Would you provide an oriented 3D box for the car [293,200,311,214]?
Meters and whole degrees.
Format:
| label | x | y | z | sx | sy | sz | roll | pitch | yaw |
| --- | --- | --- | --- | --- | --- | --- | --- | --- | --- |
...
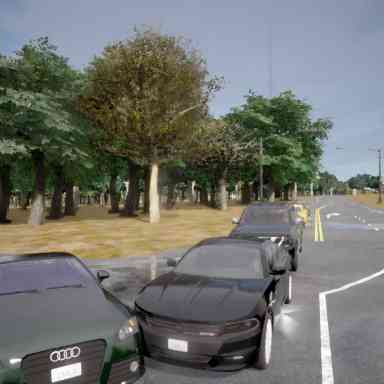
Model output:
| label | x | y | z | sx | sy | sz | roll | pitch | yaw |
| --- | --- | --- | --- | --- | --- | --- | --- | --- | --- |
| car | 13.340 | 1.746 | 40.121 | 1.812 | 1.442 | 4.674 | -1 | 0 | 21 |

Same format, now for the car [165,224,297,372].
| label | x | y | z | sx | sy | sz | roll | pitch | yaw |
| --- | --- | --- | --- | --- | --- | --- | --- | --- | --- |
| car | 0.743 | 1.613 | 6.240 | 1.882 | 1.535 | 5.008 | -1 | -2 | 21 |

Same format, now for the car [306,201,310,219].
| label | x | y | z | sx | sy | sz | roll | pitch | yaw |
| --- | --- | --- | --- | --- | --- | --- | --- | --- | --- |
| car | 7.249 | 1.663 | 24.035 | 1.882 | 1.535 | 5.008 | -1 | 0 | 21 |

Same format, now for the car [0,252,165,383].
| label | x | y | z | sx | sy | sz | roll | pitch | yaw |
| --- | --- | --- | --- | --- | --- | --- | --- | --- | --- |
| car | -2.303 | 1.643 | 4.944 | 1.994 | 1.385 | 4.181 | 1 | -2 | -33 |

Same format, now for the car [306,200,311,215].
| label | x | y | z | sx | sy | sz | roll | pitch | yaw |
| --- | --- | --- | --- | --- | --- | --- | --- | --- | --- |
| car | 9.311 | 1.723 | 29.538 | 1.812 | 1.442 | 4.674 | -1 | 0 | 21 |

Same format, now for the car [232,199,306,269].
| label | x | y | z | sx | sy | sz | roll | pitch | yaw |
| --- | --- | --- | --- | --- | --- | --- | --- | --- | --- |
| car | 2.867 | 1.459 | 12.379 | 2.150 | 2.045 | 5.566 | -2 | 0 | 21 |
